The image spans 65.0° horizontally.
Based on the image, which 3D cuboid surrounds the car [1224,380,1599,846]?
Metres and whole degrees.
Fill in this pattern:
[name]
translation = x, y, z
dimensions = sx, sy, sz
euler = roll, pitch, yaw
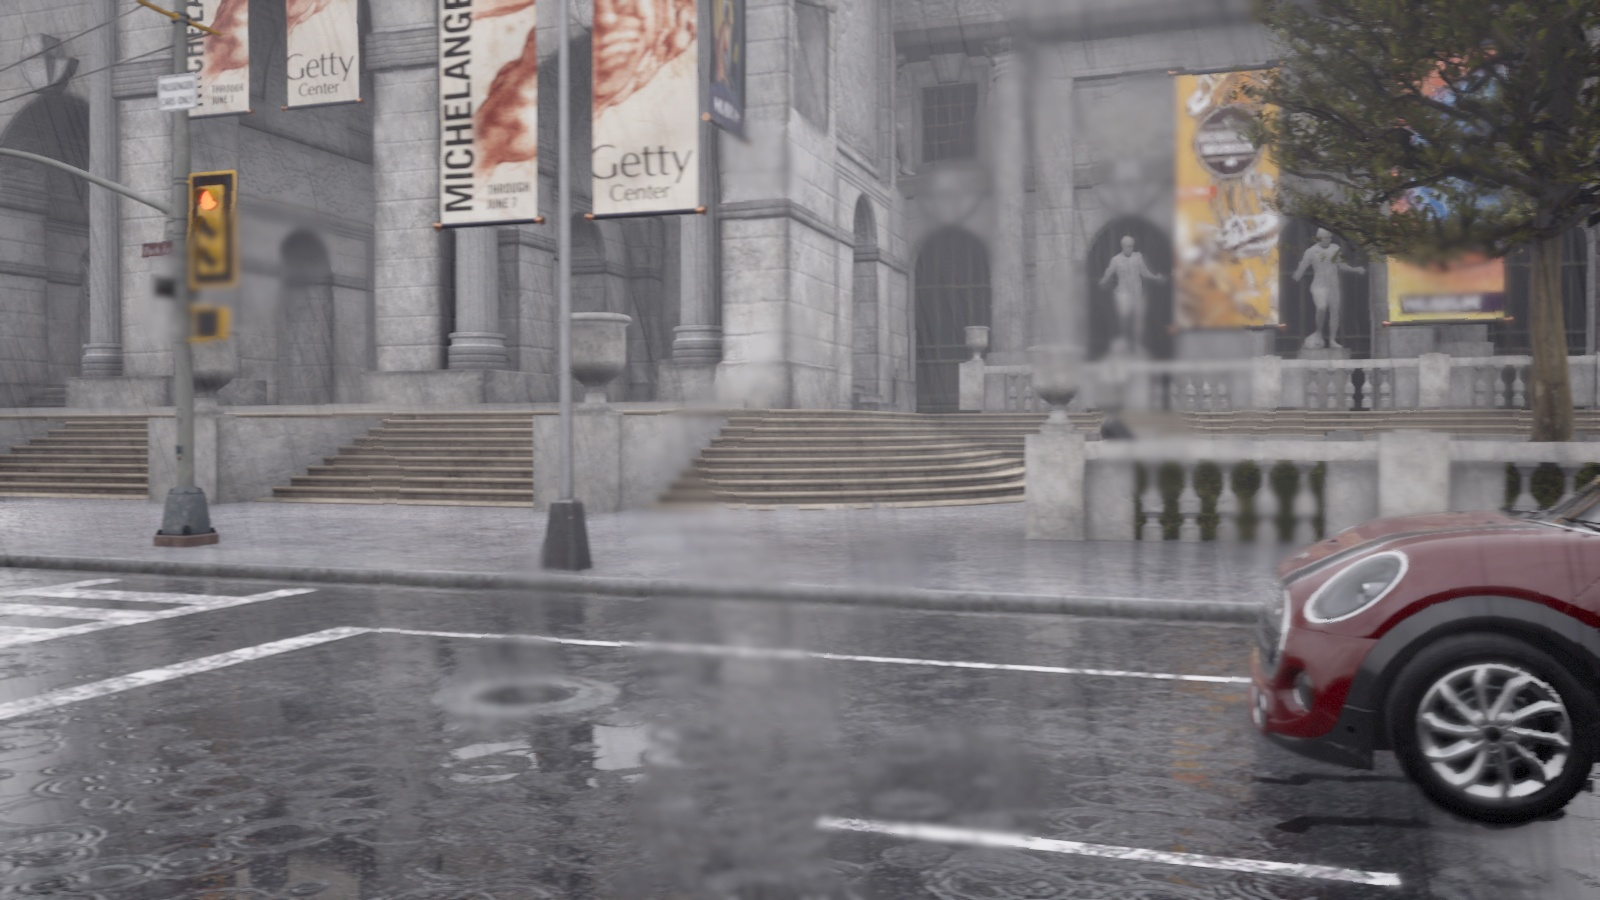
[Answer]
[car]
translation = 4.257, 0.617, 5.451
dimensions = 4.553, 1.767, 2.097
euler = 1, 1, 19
